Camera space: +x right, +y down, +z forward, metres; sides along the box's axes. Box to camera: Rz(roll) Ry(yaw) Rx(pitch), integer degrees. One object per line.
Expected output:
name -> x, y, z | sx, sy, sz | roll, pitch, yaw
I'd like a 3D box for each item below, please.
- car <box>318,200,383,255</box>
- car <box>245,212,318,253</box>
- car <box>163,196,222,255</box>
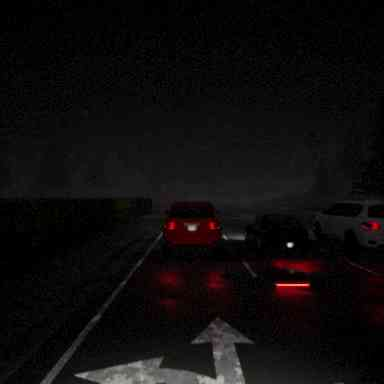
car -> 7.002, 1.349, 14.013 | 2.150, 2.045, 5.566 | 0, 0, 0
car -> 3.505, 1.643, 14.313 | 1.837, 1.490, 4.892 | 0, 0, 0
car -> 0.002, 1.349, 14.022 | 2.150, 2.045, 5.566 | 0, 0, 0
